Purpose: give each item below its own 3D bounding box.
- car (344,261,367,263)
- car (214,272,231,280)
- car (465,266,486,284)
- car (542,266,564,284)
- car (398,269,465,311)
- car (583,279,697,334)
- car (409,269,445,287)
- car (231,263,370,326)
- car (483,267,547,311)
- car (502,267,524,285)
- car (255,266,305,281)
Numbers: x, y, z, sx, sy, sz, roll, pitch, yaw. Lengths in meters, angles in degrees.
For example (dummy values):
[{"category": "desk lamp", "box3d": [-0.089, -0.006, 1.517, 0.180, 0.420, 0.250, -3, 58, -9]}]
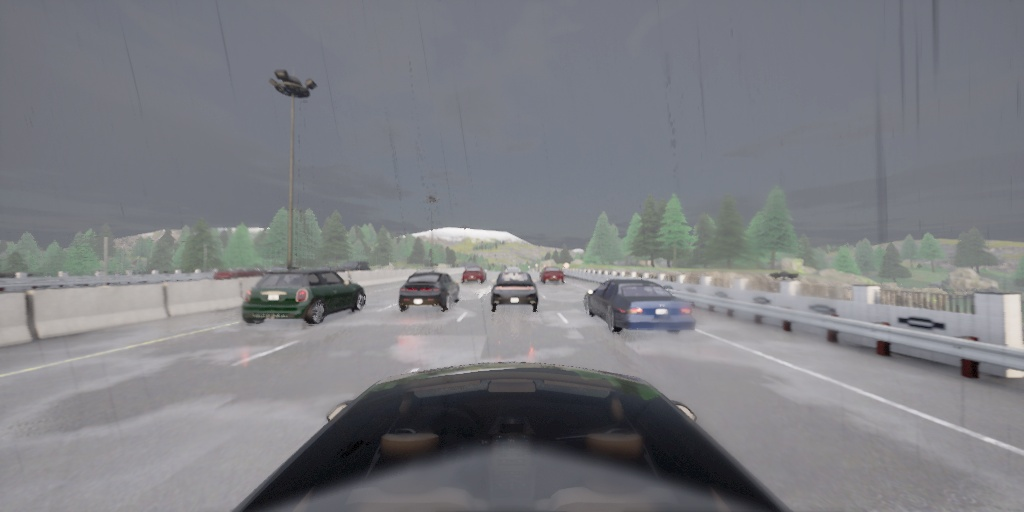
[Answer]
[{"category": "car", "box3d": [-17.598, 1.600, 39.627, 2.150, 2.045, 5.566, 0, -1, 0]}, {"category": "car", "box3d": [-28.100, 1.917, 37.104, 1.895, 1.301, 4.718, 0, -1, 0]}, {"category": "car", "box3d": [-3.405, 1.700, 33.005, 1.882, 1.535, 5.008, 0, -1, 0]}, {"category": "car", "box3d": [3.606, 1.701, 33.026, 1.882, 1.535, 5.008, 0, -1, 0]}, {"category": "car", "box3d": [-3.402, 1.434, 15.418, 1.837, 1.490, 4.892, 0, -1, 0]}, {"category": "car", "box3d": [3.599, 1.421, 11.136, 2.033, 1.411, 5.357, 0, -1, 0]}, {"category": "car", "box3d": [-6.904, 1.755, 29.676, 1.895, 1.301, 4.718, 0, -1, 0]}, {"category": "car", "box3d": [-6.901, 1.242, 12.502, 2.097, 1.767, 4.553, 0, -1, 0]}, {"category": "car", "box3d": [0.098, 1.421, 15.418, 2.128, 1.511, 4.902, 0, -1, 0]}, {"category": "car", "box3d": [0.095, 1.737, 32.476, 1.812, 1.442, 4.674, 0, -1, 0]}, {"category": "car", "box3d": [-24.598, 1.838, 38.276, 2.128, 1.511, 4.902, 0, -2, 0]}]
